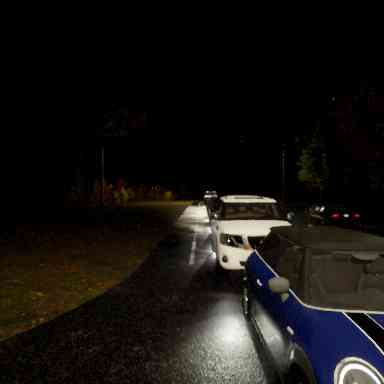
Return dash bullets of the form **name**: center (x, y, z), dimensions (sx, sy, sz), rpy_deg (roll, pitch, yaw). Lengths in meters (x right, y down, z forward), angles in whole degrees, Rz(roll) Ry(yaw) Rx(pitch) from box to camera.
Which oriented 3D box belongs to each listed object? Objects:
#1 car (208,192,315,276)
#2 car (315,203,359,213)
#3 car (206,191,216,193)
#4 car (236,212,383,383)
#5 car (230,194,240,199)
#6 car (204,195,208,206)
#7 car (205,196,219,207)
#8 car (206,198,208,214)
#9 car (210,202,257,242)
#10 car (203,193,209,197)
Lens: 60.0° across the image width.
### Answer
- **car**: center (1.759, 1.158, 10.458), dimensions (2.150, 2.045, 5.566), rpy_deg (0, 0, 1)
- **car**: center (9.066, 1.426, 21.836), dimensions (2.033, 1.411, 5.357), rpy_deg (0, 0, 2)
- **car**: center (3.080, 0.929, 54.389), dimensions (2.150, 2.045, 5.566), rpy_deg (0, 0, 3)
- **car**: center (1.941, 1.337, 4.111), dimensions (2.097, 1.767, 4.553), rpy_deg (0, 0, 0)
- **car**: center (10.820, 1.095, 83.378), dimensions (1.994, 1.385, 4.181), rpy_deg (0, 0, 2)
- **car**: center (2.282, 1.317, 29.297), dimensions (1.882, 1.535, 5.008), rpy_deg (0, 0, 2)
- **car**: center (2.861, 1.307, 47.957), dimensions (1.994, 1.385, 4.181), rpy_deg (0, 0, 3)
- **car**: center (2.105, 1.376, 23.044), dimensions (1.837, 1.490, 4.892), rpy_deg (0, 0, 2)
- **car**: center (1.928, 1.381, 16.797), dimensions (1.882, 1.535, 5.008), rpy_deg (0, 0, 2)
- **car**: center (2.644, 1.268, 41.550), dimensions (2.128, 1.511, 4.902), rpy_deg (0, 0, 2)
